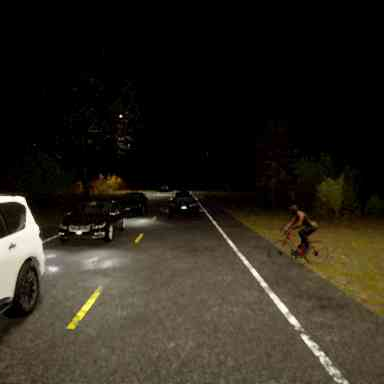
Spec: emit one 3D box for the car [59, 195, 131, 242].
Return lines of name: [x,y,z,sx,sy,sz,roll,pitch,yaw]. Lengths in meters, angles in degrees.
car: [-3.985,1.088,13.936,1.837,1.490,4.892,0,2,-2]

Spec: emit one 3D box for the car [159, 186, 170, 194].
car: [-5.452,-0.420,65.696,2.128,1.511,4.902,0,2,-2]

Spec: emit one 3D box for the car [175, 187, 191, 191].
car: [-1.275,0.114,46.187,1.837,1.490,4.892,0,1,-2]

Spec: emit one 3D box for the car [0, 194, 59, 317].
car: [-3.711,1.104,4.008,2.150,2.045,5.566,0,2,-3]

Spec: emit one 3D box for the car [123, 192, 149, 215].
car: [-4.285,0.749,24.316,1.882,1.535,5.008,0,2,-2]

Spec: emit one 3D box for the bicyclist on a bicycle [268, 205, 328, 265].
bicyclist on a bicycle: [2.872,1.180,8.938,1.656,1.620,0.582,1,2,-2]

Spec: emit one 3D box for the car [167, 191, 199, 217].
car: [-0.548,0.881,22.490,1.994,1.385,4.181,0,2,-2]
